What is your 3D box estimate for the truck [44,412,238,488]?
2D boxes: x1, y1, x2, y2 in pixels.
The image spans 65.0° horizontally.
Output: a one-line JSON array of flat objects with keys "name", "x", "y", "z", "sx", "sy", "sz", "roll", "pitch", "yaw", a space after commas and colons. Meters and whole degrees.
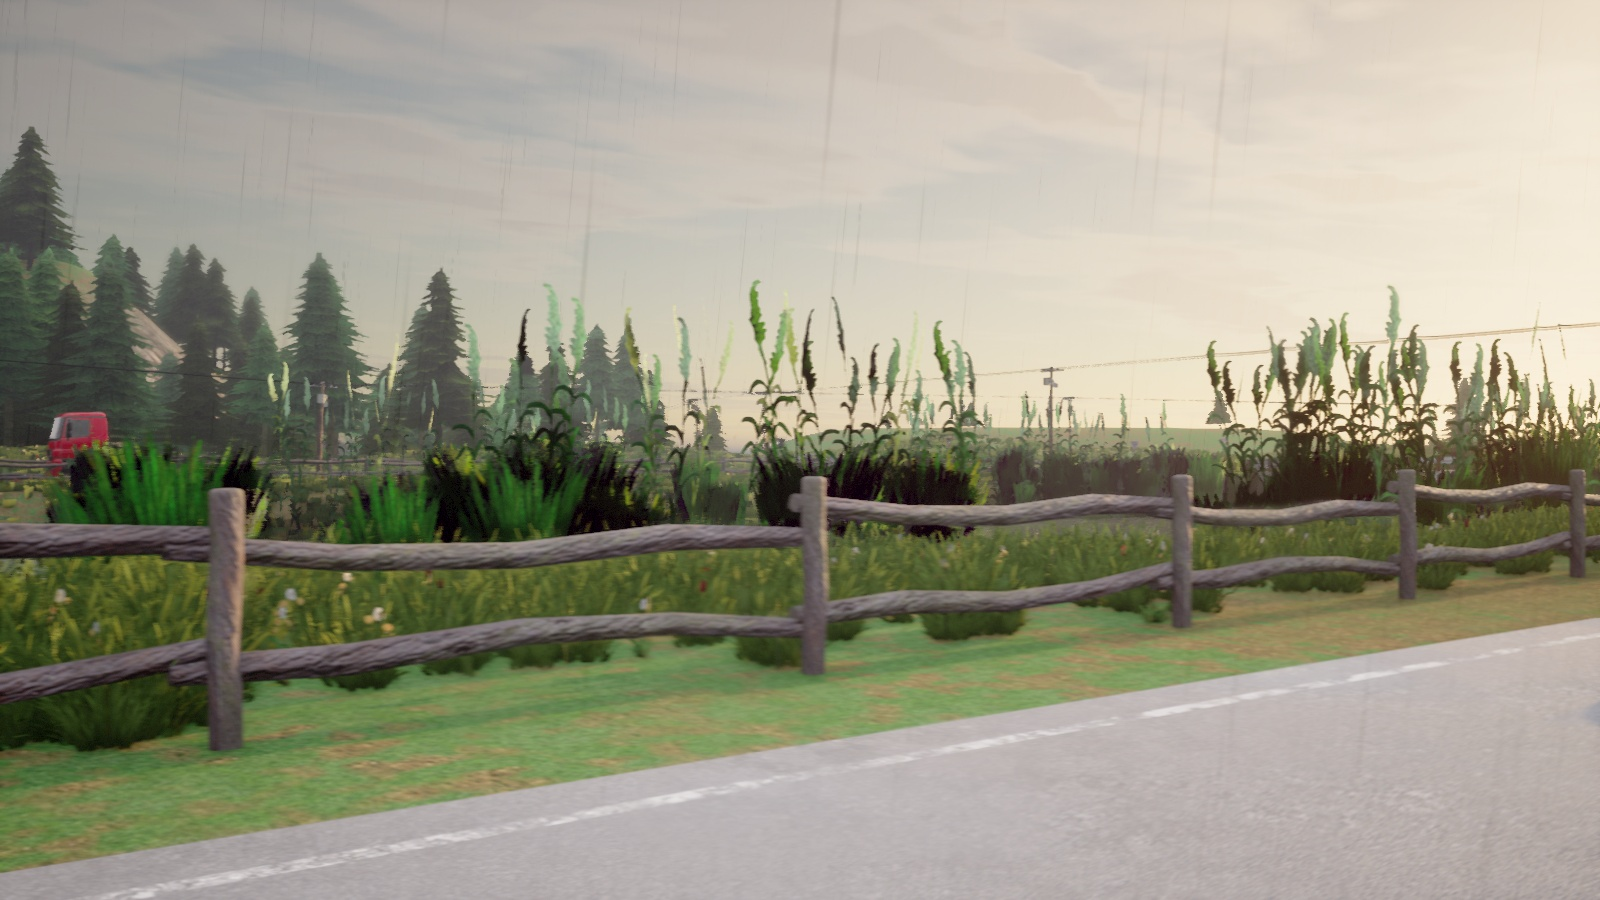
[{"name": "truck", "x": -31.663, "y": 0.013, "z": 60.489, "sx": 7.936, "sy": 3.462, "sz": 2.891, "roll": 0, "pitch": 0, "yaw": -36}]

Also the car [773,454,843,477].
[{"name": "car", "x": 0.516, "y": 0.992, "z": 81.749, "sx": 4.193, "sy": 1.474, "sz": 1.816, "roll": 0, "pitch": 0, "yaw": -31}]
